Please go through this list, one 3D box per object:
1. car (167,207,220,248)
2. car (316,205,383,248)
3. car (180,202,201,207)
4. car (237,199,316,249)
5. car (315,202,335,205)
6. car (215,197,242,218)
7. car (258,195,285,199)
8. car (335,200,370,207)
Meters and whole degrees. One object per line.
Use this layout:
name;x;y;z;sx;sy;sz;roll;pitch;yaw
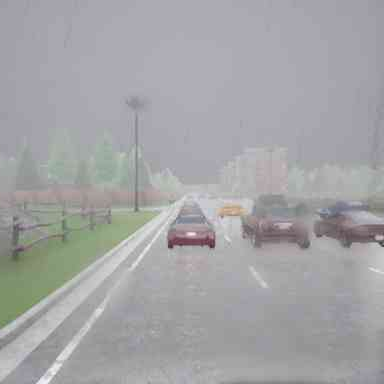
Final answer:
car;-0.031;1.569;14.641;1.994;1.385;4.181;0;0;0
car;6.969;1.530;14.677;1.812;1.442;4.674;0;0;0
car;-0.108;1.570;29.641;1.994;1.385;4.181;0;0;0
car;3.469;1.363;14.629;2.097;1.767;4.553;0;0;0
car;10.392;1.561;29.695;2.033;1.411;5.357;0;0;0
car;3.392;1.482;29.659;1.882;1.535;5.008;0;0;0
car;6.892;1.255;29.707;2.150;2.045;5.566;0;0;0
car;13.892;1.482;29.713;1.882;1.535;5.008;0;0;0
